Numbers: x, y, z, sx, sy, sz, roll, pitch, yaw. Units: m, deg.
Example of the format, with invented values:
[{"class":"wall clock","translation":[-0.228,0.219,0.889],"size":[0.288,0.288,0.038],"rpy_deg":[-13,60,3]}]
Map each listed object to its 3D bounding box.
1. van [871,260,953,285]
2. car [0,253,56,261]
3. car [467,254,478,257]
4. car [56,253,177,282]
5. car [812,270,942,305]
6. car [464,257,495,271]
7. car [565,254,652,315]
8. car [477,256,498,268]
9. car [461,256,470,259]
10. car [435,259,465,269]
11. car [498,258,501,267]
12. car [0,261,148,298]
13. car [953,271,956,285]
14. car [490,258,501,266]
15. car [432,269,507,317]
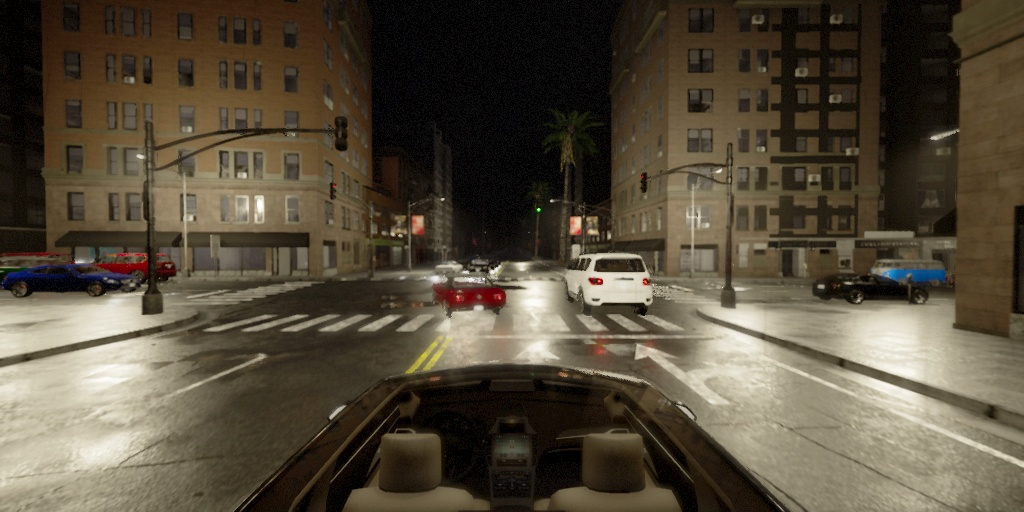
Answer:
[{"class":"van","translation":[27.335,1.166,24.866],"size":[3.998,1.789,1.690],"rpy_deg":[0,0,1]},{"class":"car","translation":[-26.597,0.828,19.065],"size":[4.553,1.767,2.097],"rpy_deg":[0,1,-8]},{"class":"car","translation":[-6.294,0.759,56.767],"size":[2.150,2.045,5.566],"rpy_deg":[0,0,0]},{"class":"car","translation":[-23.819,0.768,22.090],"size":[5.009,1.841,2.192],"rpy_deg":[0,0,-8]},{"class":"car","translation":[16.262,1.459,16.444],"size":[4.313,1.339,1.948],"rpy_deg":[0,0,1]},{"class":"car","translation":[-3.214,1.112,36.624],"size":[2.128,1.511,4.902],"rpy_deg":[0,0,1]},{"class":"car","translation":[3.397,0.933,13.586],"size":[2.150,2.045,5.566],"rpy_deg":[0,0,0]},{"class":"car","translation":[-3.164,1.062,46.014],"size":[1.882,1.535,5.008],"rpy_deg":[0,0,0]},{"class":"car","translation":[-6.409,1.062,46.175],"size":[1.882,1.535,5.008],"rpy_deg":[0,0,0]},{"class":"car","translation":[-6.462,1.221,36.927],"size":[1.895,1.301,4.718],"rpy_deg":[0,0,3]},{"class":"car","translation":[-3.060,1.048,55.409],"size":[1.837,1.490,4.892],"rpy_deg":[0,0,0]},{"class":"car","translation":[-20.398,1.099,16.751],"size":[4.674,1.442,1.812],"rpy_deg":[0,1,-8]},{"class":"car","translation":[32.831,1.309,24.815],"size":[4.097,1.591,1.967],"rpy_deg":[0,0,1]},{"class":"car","translation":[-3.009,1.020,65.419],"size":[1.812,1.442,4.674],"rpy_deg":[0,0,0]},{"class":"car","translation":[-1.776,1.329,13.215],"size":[1.895,1.301,4.718],"rpy_deg":[0,0,-20]}]
